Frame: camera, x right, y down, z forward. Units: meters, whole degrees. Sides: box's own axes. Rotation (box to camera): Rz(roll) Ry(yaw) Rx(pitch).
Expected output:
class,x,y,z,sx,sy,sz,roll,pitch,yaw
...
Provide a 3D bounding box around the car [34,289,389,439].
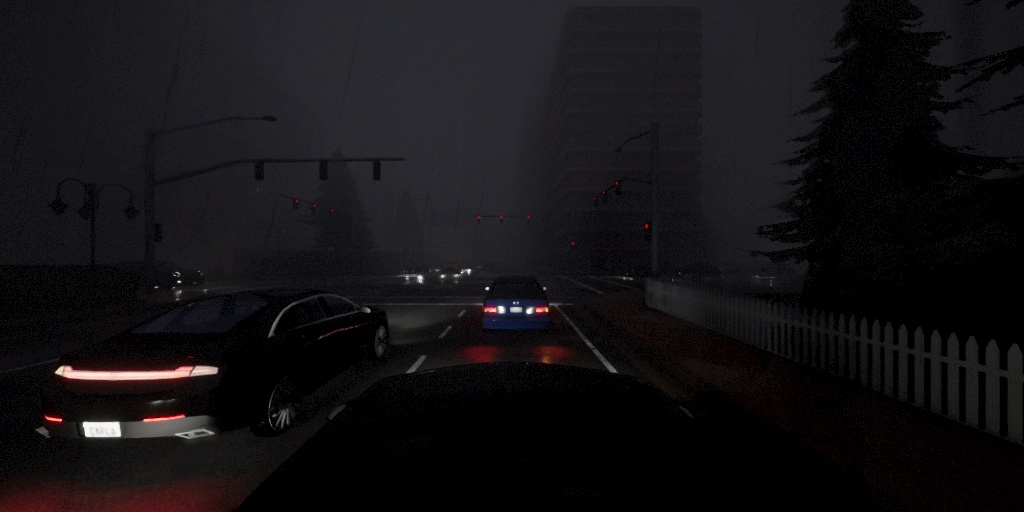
class,x,y,z,sx,sy,sz,roll,pitch,yaw
car,-3.428,1.240,5.433,2.128,1.511,4.902,0,0,0

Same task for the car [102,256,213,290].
class,x,y,z,sx,sy,sz,roll,pitch,yaw
car,-21.141,1.042,21.359,4.553,1.767,2.097,0,0,0

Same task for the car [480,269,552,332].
class,x,y,z,sx,sy,sz,roll,pitch,yaw
car,0.119,1.294,10.847,2.033,1.411,5.357,0,0,1

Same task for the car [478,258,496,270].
class,x,y,z,sx,sy,sz,roll,pitch,yaw
car,-3.369,1.333,51.401,1.895,1.301,4.718,0,0,0

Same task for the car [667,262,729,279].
class,x,y,z,sx,sy,sz,roll,pitch,yaw
car,15.877,1.248,30.630,4.181,1.385,1.994,0,0,-20

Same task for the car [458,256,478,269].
class,x,y,z,sx,sy,sz,roll,pitch,yaw
car,-7.050,1.223,56.136,2.128,1.511,4.902,0,0,0

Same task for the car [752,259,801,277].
class,x,y,z,sx,sy,sz,roll,pitch,yaw
car,25.800,1.230,35.170,5.357,1.411,2.033,0,0,-33

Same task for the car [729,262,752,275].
class,x,y,z,sx,sy,sz,roll,pitch,yaw
car,22.456,1.283,37.248,4.718,1.301,1.895,0,0,-31

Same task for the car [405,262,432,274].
class,x,y,z,sx,sy,sz,roll,pitch,yaw
car,-10.628,1.337,41.013,1.895,1.301,4.718,0,0,2

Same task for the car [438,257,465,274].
class,x,y,z,sx,sy,sz,roll,pitch,yaw
car,-6.960,1.214,41.662,1.882,1.535,5.008,0,0,-2

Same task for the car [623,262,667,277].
class,x,y,z,sx,sy,sz,roll,pitch,yaw
car,13.143,1.231,33.454,5.357,1.411,2.033,0,0,-13

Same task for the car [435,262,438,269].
class,x,y,z,sx,sy,sz,roll,pitch,yaw
car,-10.553,1.278,55.546,2.033,1.411,5.357,0,0,0
